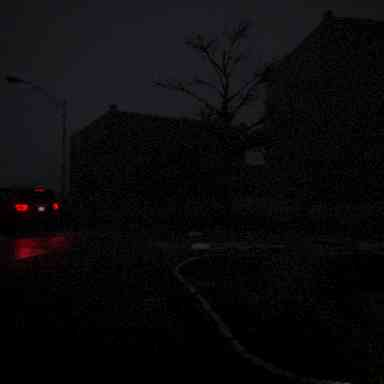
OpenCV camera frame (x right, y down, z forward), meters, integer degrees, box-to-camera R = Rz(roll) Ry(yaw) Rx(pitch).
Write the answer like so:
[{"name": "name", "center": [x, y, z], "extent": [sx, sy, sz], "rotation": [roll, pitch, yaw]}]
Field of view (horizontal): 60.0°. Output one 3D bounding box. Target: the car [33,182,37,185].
[{"name": "car", "center": [-32.737, -0.485, 63.444], "extent": [4.553, 1.767, 2.185], "rotation": [1, 2, -20]}]

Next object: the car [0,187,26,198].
[{"name": "car", "center": [-28.048, 0.087, 50.498], "extent": [4.792, 1.488, 2.163], "rotation": [1, 1, -20]}]

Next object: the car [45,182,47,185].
[{"name": "car", "center": [-40.399, -1.351, 84.298], "extent": [5.566, 2.045, 2.435], "rotation": [1, 2, -20]}]

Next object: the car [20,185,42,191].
[{"name": "car", "center": [-39.477, -0.971, 81.688], "extent": [4.674, 1.452, 2.002], "rotation": [1, 2, -20]}]

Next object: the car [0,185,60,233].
[{"name": "car", "center": [-8.912, 0.801, 16.982], "extent": [5.566, 2.045, 2.150], "rotation": [2, 1, 41]}]

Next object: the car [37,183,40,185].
[{"name": "car", "center": [-34.679, -0.546, 68.654], "extent": [4.892, 1.521, 2.231], "rotation": [1, 2, -20]}]

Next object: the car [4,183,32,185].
[{"name": "car", "center": [-29.861, -0.220, 55.616], "extent": [4.553, 1.767, 2.185], "rotation": [1, 1, -20]}]

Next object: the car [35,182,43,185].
[{"name": "car", "center": [-35.609, -0.892, 71.261], "extent": [5.566, 2.045, 2.435], "rotation": [1, 2, -20]}]

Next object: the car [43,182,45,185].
[{"name": "car", "center": [-37.622, -1.083, 76.574], "extent": [5.566, 2.045, 2.435], "rotation": [1, 2, -20]}]
